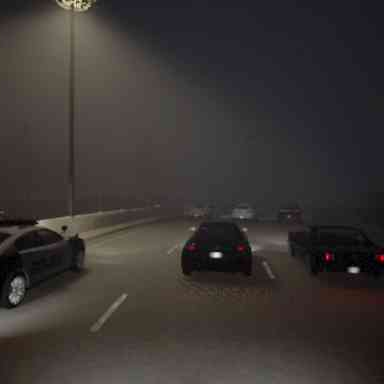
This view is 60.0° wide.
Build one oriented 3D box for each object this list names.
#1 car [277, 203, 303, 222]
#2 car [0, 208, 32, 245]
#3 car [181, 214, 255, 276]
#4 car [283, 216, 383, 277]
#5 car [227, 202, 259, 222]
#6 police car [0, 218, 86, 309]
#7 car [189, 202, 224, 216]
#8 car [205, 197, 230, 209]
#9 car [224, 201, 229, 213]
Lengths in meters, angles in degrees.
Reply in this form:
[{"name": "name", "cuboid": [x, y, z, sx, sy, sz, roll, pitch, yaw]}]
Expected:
[{"name": "car", "cuboid": [8.218, 1.683, 27.942, 2.128, 1.511, 4.902, 0, 0, 18]}, {"name": "car", "cuboid": [-9.440, 1.559, 14.426, 2.128, 1.511, 4.902, 0, 0, 8]}, {"name": "car", "cuboid": [0.852, 1.633, 10.709, 1.994, 1.385, 4.181, 0, 0, 6]}, {"name": "car", "cuboid": [4.292, 1.676, 10.514, 1.895, 1.301, 4.718, 0, 0, 7]}, {"name": "car", "cuboid": [4.484, 1.708, 27.762, 1.812, 1.442, 4.674, 0, 0, 17]}, {"name": "police car", "cuboid": [-4.235, 1.467, 8.155, 1.930, 1.638, 5.238, 0, 0, 5]}, {"name": "car", "cuboid": [1.158, 1.711, 29.570, 1.812, 1.442, 4.674, 0, 0, 20]}, {"name": "car", "cuboid": [4.120, 1.687, 52.774, 2.097, 1.767, 4.553, 0, 0, 31]}, {"name": "car", "cuboid": [5.300, 1.862, 40.246, 1.895, 1.301, 4.718, 0, 0, 26]}]
